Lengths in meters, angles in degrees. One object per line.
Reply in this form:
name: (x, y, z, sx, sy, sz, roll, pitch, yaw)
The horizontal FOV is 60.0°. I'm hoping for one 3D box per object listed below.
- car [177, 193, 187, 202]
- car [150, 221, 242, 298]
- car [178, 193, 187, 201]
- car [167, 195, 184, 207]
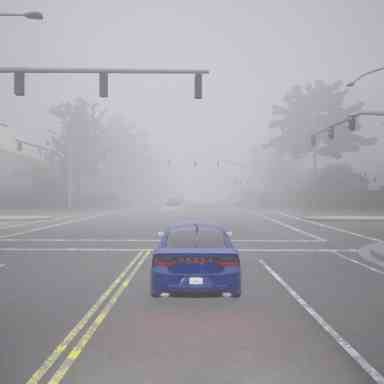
car: (-2.446, 1.225, 80.624, 2.150, 2.045, 5.566, 0, 0, 0)
car: (0.085, 1.478, 8.578, 1.882, 1.535, 5.008, 0, 0, 0)
car: (-2.535, 1.553, 70.011, 1.994, 1.385, 4.181, 0, 0, 0)
car: (-2.770, 1.564, 51.451, 1.994, 1.385, 4.181, 0, 0, 1)
